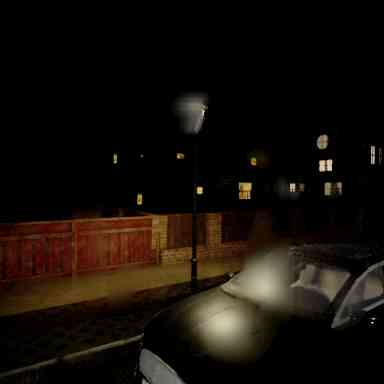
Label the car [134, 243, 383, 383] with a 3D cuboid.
[{"bbox_3d":[1.662,1.492,4.249,4.902,1.511,2.128,0,0,-35],"label":"car"}]
